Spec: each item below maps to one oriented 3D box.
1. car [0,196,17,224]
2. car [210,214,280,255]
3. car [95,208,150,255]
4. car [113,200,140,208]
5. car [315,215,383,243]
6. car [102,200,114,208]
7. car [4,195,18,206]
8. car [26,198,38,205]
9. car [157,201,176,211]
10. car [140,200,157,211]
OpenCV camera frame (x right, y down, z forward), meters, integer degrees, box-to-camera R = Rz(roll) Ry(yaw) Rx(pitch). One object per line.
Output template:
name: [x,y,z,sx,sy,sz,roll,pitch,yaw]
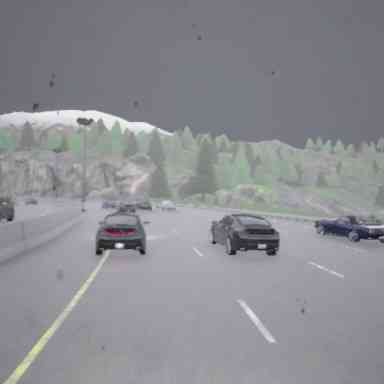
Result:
car: [-14.568,1.280,24.162,2.150,2.045,5.566,1,0,-14]
car: [2.067,1.682,14.124,1.837,1.490,4.892,2,-1,-10]
car: [-2.843,1.613,13.792,1.837,1.490,4.892,1,-1,-9]
car: [-7.518,1.801,38.026,1.837,1.490,4.892,1,-1,-18]
car: [8.659,1.906,18.023,1.895,1.301,4.718,1,-1,-11]
car: [-12.670,1.918,51.504,2.033,1.411,5.357,1,-1,-24]
car: [-33.596,1.546,61.537,2.097,1.767,4.553,1,-1,-31]
car: [-30.417,1.790,63.040,2.033,1.411,5.357,1,-1,-31]
car: [-3.848,1.988,49.030,1.812,1.442,4.674,2,-1,-23]
car: [-7.212,1.899,48.066,2.128,1.511,4.902,1,-1,-23]
